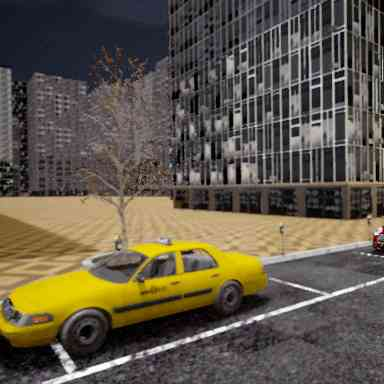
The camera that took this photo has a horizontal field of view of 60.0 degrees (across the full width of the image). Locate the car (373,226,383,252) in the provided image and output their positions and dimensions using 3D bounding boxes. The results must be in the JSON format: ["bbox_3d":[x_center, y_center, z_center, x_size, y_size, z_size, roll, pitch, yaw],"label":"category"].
[{"bbox_3d":[8.686,1.466,12.731,4.097,1.590,1.967,0,-1,-35],"label":"car"}]

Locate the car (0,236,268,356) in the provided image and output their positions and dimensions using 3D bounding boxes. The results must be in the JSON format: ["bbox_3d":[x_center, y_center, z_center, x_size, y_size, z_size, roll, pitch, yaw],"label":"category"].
[{"bbox_3d":[-0.731,1.530,6.017,4.829,1.417,1.752,0,-1,-35],"label":"car"}]
